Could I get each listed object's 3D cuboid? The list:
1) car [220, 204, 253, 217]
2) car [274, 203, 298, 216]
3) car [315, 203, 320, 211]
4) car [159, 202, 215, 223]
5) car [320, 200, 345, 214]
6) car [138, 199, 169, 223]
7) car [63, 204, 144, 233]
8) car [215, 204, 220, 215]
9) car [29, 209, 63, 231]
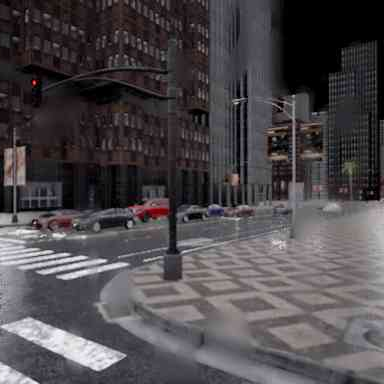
[{"bbox_3d":[5.542,2.130,38.621,1.812,1.442,4.674,0,-1,35],"label":"car"},{"bbox_3d":[11.770,2.171,41.523,2.128,1.511,4.902,0,-1,35],"label":"car"},{"bbox_3d":[22.667,2.511,57.061,2.033,1.411,5.357,0,-1,34],"label":"car"},{"bbox_3d":[-0.346,1.947,30.239,2.128,1.511,4.902,0,-1,35],"label":"car"},{"bbox_3d":[20.360,2.350,48.118,1.812,1.442,4.674,0,-1,35],"label":"car"},{"bbox_3d":[-3.822,1.666,30.944,2.150,2.045,5.566,0,-1,35],"label":"car"},{"bbox_3d":[-5.821,1.822,22.429,1.837,1.490,4.892,0,-1,35],"label":"car"},{"bbox_3d":[2.111,2.120,39.407,1.812,1.442,4.674,0,-1,35],"label":"car"},{"bbox_3d":[-9.110,1.875,23.384,1.994,1.385,4.181,0,-1,36],"label":"car"}]
